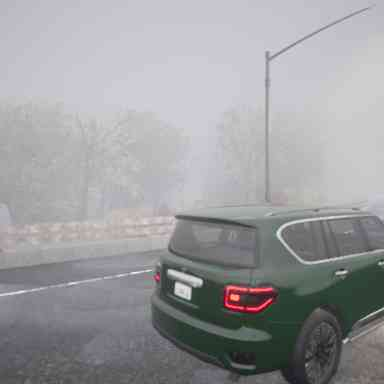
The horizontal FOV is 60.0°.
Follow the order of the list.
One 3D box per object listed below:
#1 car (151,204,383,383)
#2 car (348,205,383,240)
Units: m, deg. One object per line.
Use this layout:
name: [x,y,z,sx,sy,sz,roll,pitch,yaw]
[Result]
car: [1.996,1.223,5.496,5.566,2.045,2.150,0,0,-38]
car: [10.383,1.535,17.832,2.033,1.411,5.357,0,0,43]
